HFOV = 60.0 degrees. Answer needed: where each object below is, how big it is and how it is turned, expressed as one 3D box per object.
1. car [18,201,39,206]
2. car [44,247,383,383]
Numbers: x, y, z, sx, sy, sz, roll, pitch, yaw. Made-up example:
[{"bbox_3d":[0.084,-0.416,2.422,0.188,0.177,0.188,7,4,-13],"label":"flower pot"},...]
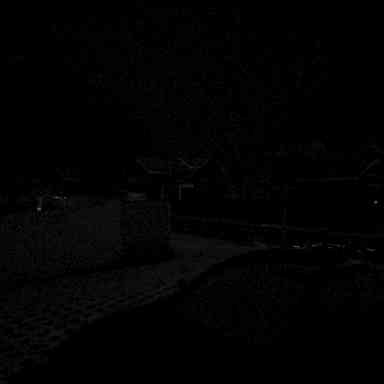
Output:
[{"bbox_3d":[-22.371,1.457,44.784,1.895,1.301,4.718,3,-2,-44],"label":"car"},{"bbox_3d":[0.993,1.477,3.794,5.008,1.535,1.882,0,0,-38],"label":"car"}]
